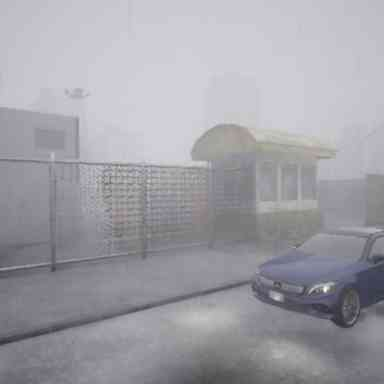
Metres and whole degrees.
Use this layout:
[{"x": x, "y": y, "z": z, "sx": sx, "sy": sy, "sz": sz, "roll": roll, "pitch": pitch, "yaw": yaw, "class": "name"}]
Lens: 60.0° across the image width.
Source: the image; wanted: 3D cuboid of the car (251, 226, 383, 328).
[{"x": 3.334, "y": 1.507, "z": 7.075, "sx": 4.674, "sy": 1.442, "sz": 1.812, "roll": -1, "pitch": 0, "yaw": -36, "class": "car"}]
